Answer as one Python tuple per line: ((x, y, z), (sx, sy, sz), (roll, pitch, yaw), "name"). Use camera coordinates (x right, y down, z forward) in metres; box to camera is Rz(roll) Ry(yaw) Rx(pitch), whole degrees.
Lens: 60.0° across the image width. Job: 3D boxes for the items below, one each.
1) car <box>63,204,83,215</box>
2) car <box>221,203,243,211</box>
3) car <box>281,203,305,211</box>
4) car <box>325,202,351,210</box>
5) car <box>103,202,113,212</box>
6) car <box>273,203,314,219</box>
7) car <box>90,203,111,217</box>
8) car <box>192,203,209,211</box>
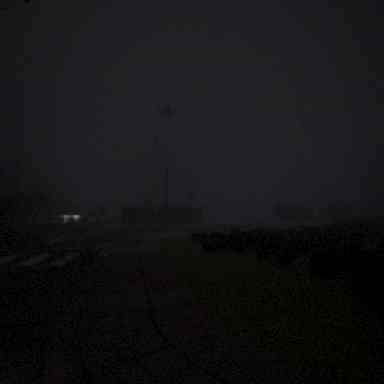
((-15.600, 2.273, 43.878), (2.033, 1.411, 5.357), (1, -1, -10), "car")
((7.274, 2.753, 61.092), (3.905, 1.438, 1.784), (1, -1, -11), "car")
((19.660, 2.910, 64.768), (4.193, 1.474, 1.816), (1, -1, -11), "car")
((22.847, 2.505, 51.660), (3.866, 1.878, 1.905), (1, -1, -11), "car")
((-13.862, 2.433, 54.185), (1.837, 1.490, 4.892), (1, -1, -11), "car")
((11.835, 2.180, 39.086), (4.605, 1.855, 1.932), (1, -1, -11), "car")
((-11.341, 2.308, 40.864), (1.895, 1.301, 4.718), (1, -1, -10), "car")
((1.540, 2.711, 61.163), (1.812, 1.442, 4.674), (1, -1, -24), "car")
